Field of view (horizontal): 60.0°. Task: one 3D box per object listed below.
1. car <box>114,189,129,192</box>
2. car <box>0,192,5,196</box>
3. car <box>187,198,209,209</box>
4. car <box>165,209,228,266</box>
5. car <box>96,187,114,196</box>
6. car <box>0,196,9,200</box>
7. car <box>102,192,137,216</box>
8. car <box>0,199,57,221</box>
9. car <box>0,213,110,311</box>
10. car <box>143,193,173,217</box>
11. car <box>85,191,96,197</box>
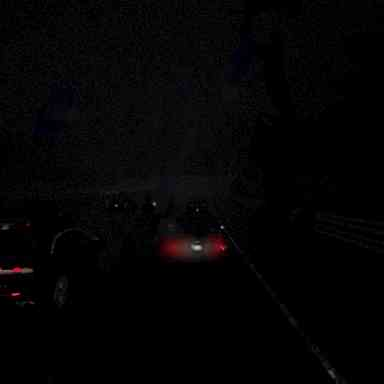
[{"bbox_3d":[-15.170,0.289,73.651,1.837,1.490,4.892,0,2,4],"label":"car"},{"bbox_3d":[-20.610,1.008,32.872,2.150,2.045,5.566,0,1,2],"label":"car"},{"bbox_3d":[0.539,1.314,30.992,2.128,1.511,4.902,0,1,2],"label":"car"},{"bbox_3d":[0.166,1.543,11.464,2.033,1.411,5.357,0,0,1],"label":"car"},{"bbox_3d":[-18.665,0.010,73.839,2.150,2.045,5.566,0,2,4],"label":"car"},{"bbox_3d":[-17.131,1.343,32.358,2.033,1.411,5.357,0,1,2],"label":"car"},{"bbox_3d":[-6.468,1.174,30.802,2.097,1.767,4.553,0,1,2],"label":"car"},{"bbox_3d":[-6.794,1.331,14.355,2.097,1.767,4.553,0,0,1],"label":"car"},{"bbox_3d":[-3.375,1.497,7.734,2.128,1.511,4.902,0,0,1],"label":"car"},{"bbox_3d":[-2.991,1.057,29.977,2.150,2.045,5.566,0,1,2],"label":"car"},{"bbox_3d":[-22.157,0.375,74.081,1.895,1.301,4.718,0,2,4],"label":"car"}]
